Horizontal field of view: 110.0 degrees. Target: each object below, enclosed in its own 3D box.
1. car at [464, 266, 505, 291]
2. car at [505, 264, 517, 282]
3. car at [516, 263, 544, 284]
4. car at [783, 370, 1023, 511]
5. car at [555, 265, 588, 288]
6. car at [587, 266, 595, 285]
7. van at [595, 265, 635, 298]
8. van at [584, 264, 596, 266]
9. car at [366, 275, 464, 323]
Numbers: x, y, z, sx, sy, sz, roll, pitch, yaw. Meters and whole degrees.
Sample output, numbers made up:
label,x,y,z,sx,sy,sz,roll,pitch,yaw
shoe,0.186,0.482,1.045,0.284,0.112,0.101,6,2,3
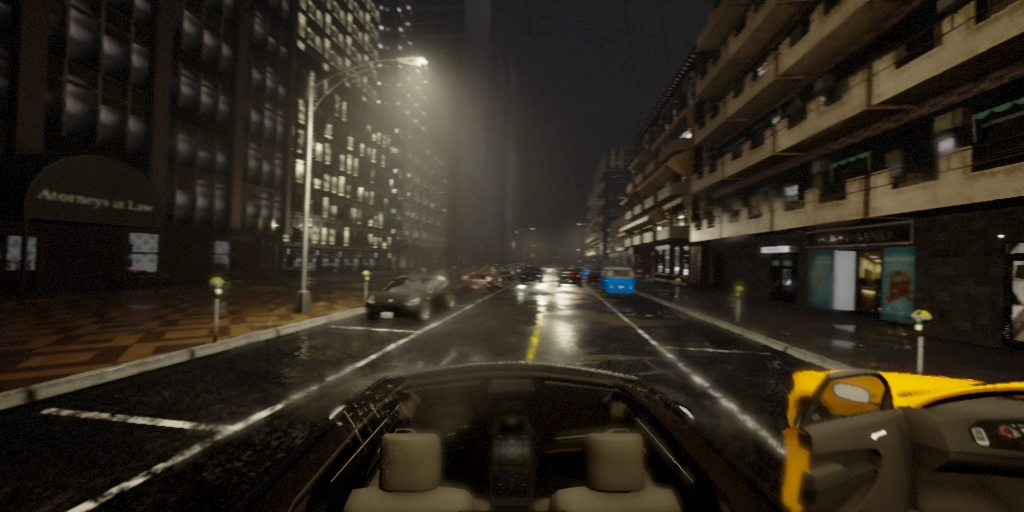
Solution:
label,x,y,z,sx,sy,sz,roll,pitch,yaw
car,-1.916,1.364,23.191,1.967,1.591,4.097,0,0,7
car,-0.577,1.651,34.152,2.007,1.370,4.403,0,0,7
car,1.838,1.641,32.159,1.882,1.535,5.008,2,-1,7
car,3.587,1.355,1.659,1.882,1.535,5.008,2,-1,7
car,4.619,1.715,28.940,2.128,1.511,4.902,2,-1,7
car,7.737,1.931,33.132,1.888,1.381,4.507,0,0,7
van,6.398,1.550,22.170,1.690,1.789,3.998,0,0,7
van,8.406,1.816,38.613,1.690,1.789,3.998,0,0,7
car,-3.255,1.317,12.228,1.948,1.339,4.313,0,0,7
